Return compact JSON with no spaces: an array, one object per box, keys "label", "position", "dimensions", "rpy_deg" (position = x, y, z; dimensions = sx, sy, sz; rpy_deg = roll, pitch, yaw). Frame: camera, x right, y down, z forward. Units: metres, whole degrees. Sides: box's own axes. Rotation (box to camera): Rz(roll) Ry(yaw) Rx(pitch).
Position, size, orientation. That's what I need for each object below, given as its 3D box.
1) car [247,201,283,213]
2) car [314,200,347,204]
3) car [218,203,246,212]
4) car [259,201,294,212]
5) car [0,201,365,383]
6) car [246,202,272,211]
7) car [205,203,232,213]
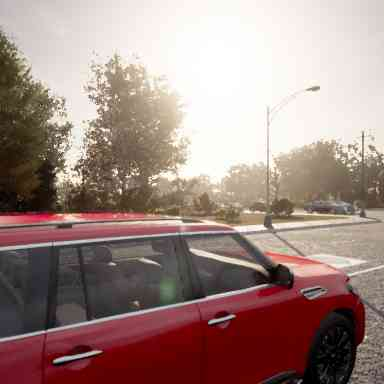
[{"label":"car","position":[9.663,2.028,44.415],"dimensions":[1.837,1.490,4.892],"rpy_deg":[0,-3,-32]},{"label":"car","position":[14.624,1.708,36.479],"dimensions":[2.128,1.511,4.902],"rpy_deg":[0,-1,-32]},{"label":"car","position":[6.649,2.600,55.866],"dimensions":[1.837,1.490,4.892],"rpy_deg":[0,-3,-32]},{"label":"car","position":[11.968,2.093,47.337],"dimensions":[1.837,1.490,4.892],"rpy_deg":[0,-3,-32]},{"label":"car","position":[-0.466,1.222,3.424],"dimensions":[5.566,2.045,2.150],"rpy_deg":[0,0,-37]},{"label":"car","position":[12.132,2.704,60.654],"dimensions":[1.812,1.442,4.674],"rpy_deg":[0,-3,-32]},{"label":"car","position":[4.161,2.542,53.240],"dimensions":[1.837,1.490,4.892],"rpy_deg":[0,-3,-32]}]
